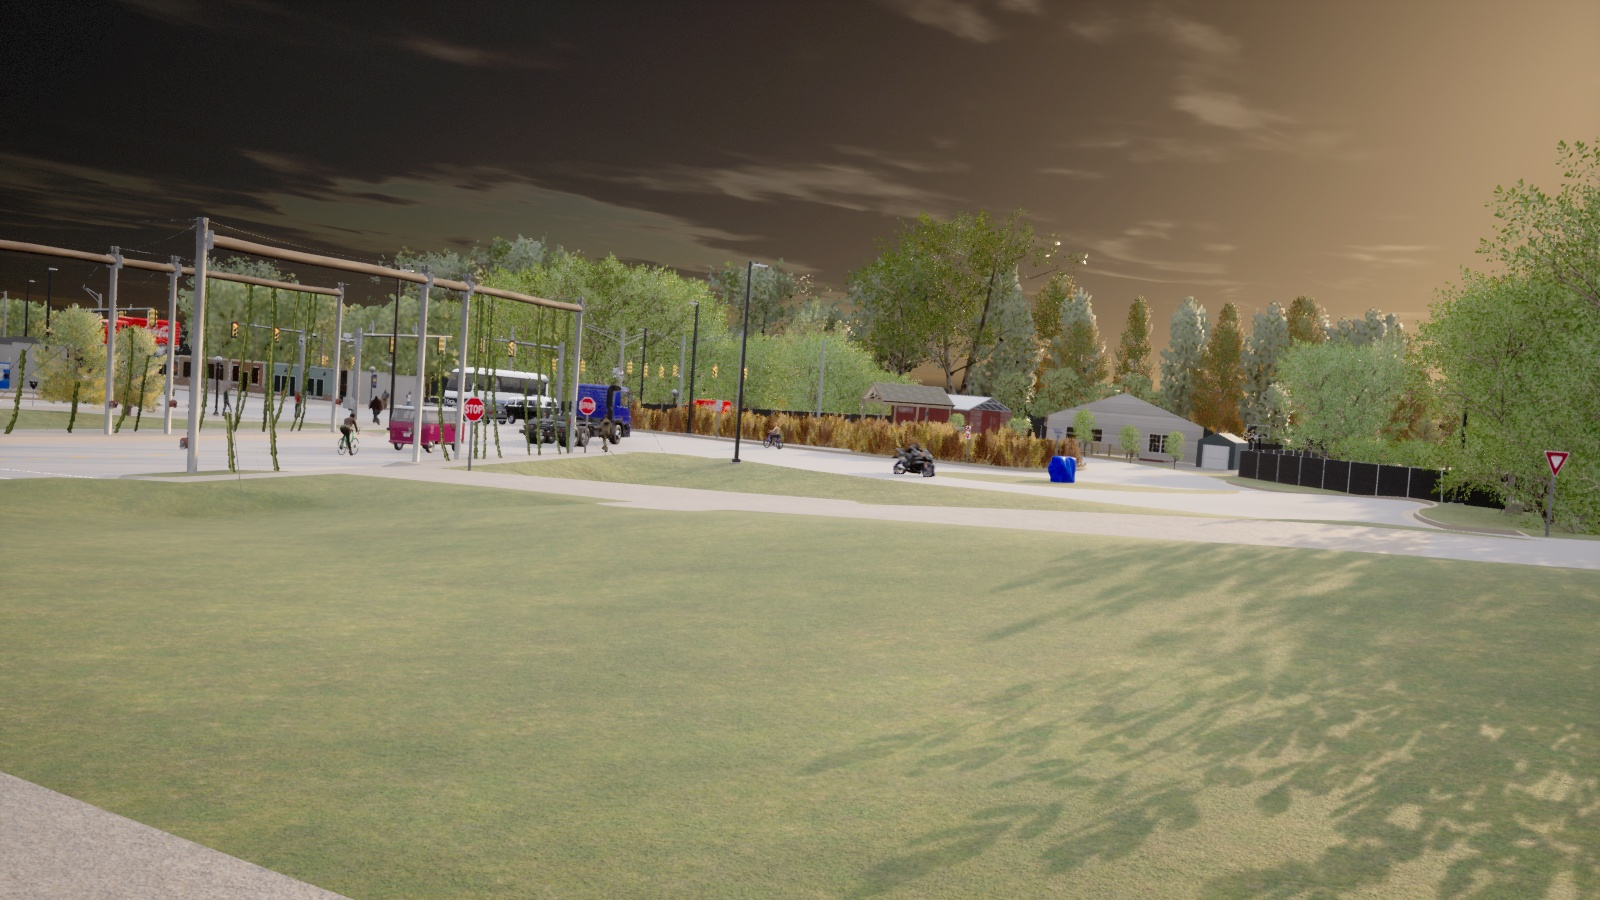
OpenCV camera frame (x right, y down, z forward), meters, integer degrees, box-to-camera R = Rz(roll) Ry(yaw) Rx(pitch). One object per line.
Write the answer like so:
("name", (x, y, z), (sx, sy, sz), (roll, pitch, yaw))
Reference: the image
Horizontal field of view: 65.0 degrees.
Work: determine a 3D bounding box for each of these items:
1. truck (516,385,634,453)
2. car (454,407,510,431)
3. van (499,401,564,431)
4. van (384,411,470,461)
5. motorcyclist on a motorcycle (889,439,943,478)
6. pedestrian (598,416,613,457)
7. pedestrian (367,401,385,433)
("truck", (-12.513, -1.824, 70.637), (2.891, 3.462, 7.936), (4, 4, 19))
("car", (-22.141, -2.188, 87.419), (3.705, 1.549, 1.789), (3, 3, 35))
("van", (-19.251, -2.459, 89.873), (4.480, 2.038, 2.069), (3, 3, 36))
("van", (-16.398, -0.647, 55.473), (1.775, 1.987, 4.442), (4, 2, 10))
("motorcyclist on a motorcycle", (5.020, 0.352, 54.358), (2.191, 1.530, 0.866), (4, 2, 42))
("pedestrian", (-9.327, -0.639, 60.186), (0.396, 1.930, 0.692), (1, 4, -30))
("pedestrian", (-25.283, -1.974, 74.835), (0.899, 1.844, 0.634), (6, 5, 45))
